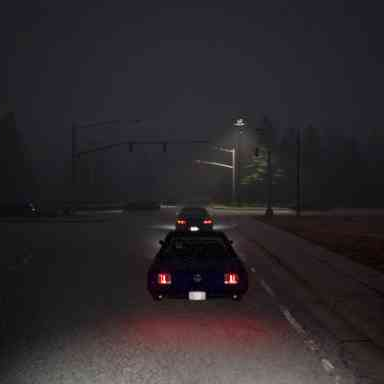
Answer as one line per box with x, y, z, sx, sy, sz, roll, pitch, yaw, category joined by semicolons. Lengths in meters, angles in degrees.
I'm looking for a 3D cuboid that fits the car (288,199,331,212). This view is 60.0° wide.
13.464;1.519;38.070;4.674;1.442;1.812;0;0;1;car

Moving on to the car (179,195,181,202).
-3.521;1.519;63.775;1.994;1.385;4.181;0;0;1;car

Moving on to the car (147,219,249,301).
0.103;1.595;8.263;1.895;1.301;4.718;0;0;0;car

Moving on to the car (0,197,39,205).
-18.326;1.361;34.959;4.553;1.767;2.097;0;0;1;car

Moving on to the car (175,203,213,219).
0.107;1.511;17.318;1.812;1.442;4.674;0;0;0;car

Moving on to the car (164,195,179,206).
-3.568;1.526;54.507;1.994;1.385;4.181;0;0;0;car

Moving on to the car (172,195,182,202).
-3.387;1.425;74.080;1.882;1.535;5.008;0;0;1;car

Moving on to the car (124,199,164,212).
-5.747;1.555;38.426;4.181;1.385;1.994;0;0;1;car
